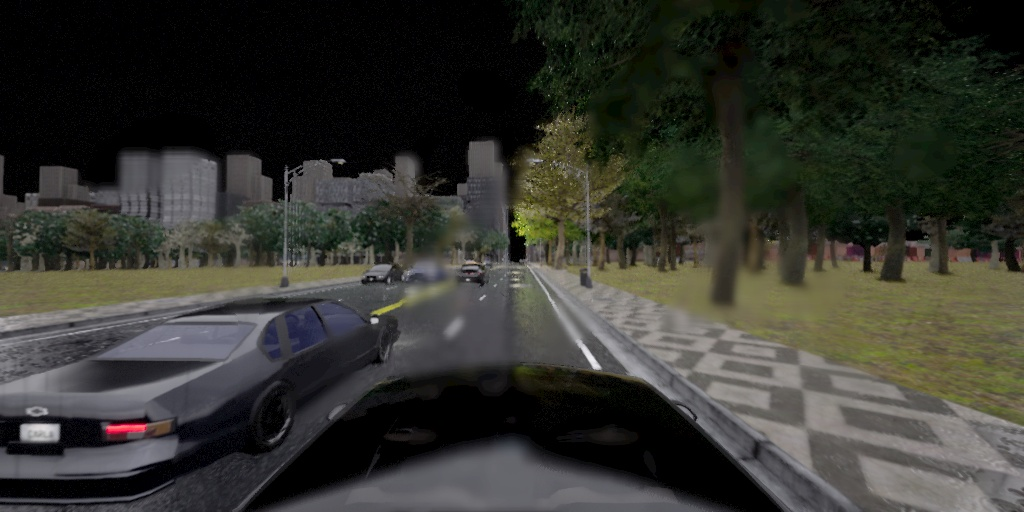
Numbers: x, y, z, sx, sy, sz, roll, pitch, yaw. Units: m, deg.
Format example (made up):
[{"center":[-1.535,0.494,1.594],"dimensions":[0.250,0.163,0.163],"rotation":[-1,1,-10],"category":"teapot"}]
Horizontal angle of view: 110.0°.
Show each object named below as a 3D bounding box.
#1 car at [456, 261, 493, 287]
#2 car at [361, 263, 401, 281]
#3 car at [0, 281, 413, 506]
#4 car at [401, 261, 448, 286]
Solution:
[{"center":[-2.687,1.309,25.338],"dimensions":[1.837,1.490,4.892],"rotation":[0,0,2],"category":"car"},{"center":[-9.351,1.314,26.414],"dimensions":[1.837,1.490,4.892],"rotation":[0,0,2],"category":"car"},{"center":[-3.278,1.303,5.053],"dimensions":[2.033,1.411,5.357],"rotation":[0,0,2],"category":"car"},{"center":[-6.108,1.160,26.133],"dimensions":[2.097,1.767,4.553],"rotation":[0,0,2],"category":"car"}]
